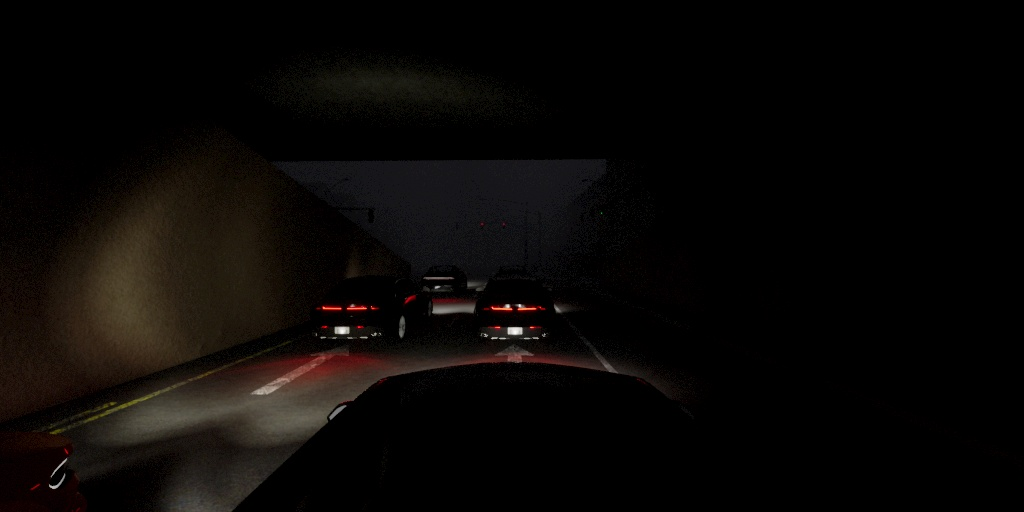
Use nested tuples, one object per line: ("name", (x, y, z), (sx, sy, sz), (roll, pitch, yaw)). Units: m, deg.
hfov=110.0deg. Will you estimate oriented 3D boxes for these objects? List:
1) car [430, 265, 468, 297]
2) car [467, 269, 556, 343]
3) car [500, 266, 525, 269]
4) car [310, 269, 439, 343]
("car", (-3.481, 1.242, 18.984), (2.128, 1.511, 4.902), (0, 0, -1))
("car", (0.054, 1.255, 9.609), (1.837, 1.490, 4.892), (0, 0, 0))
("car", (0.015, 1.255, 19.019), (1.837, 1.490, 4.892), (0, 0, 0))
("car", (-3.446, 1.255, 9.667), (1.837, 1.490, 4.892), (0, 0, 0))
